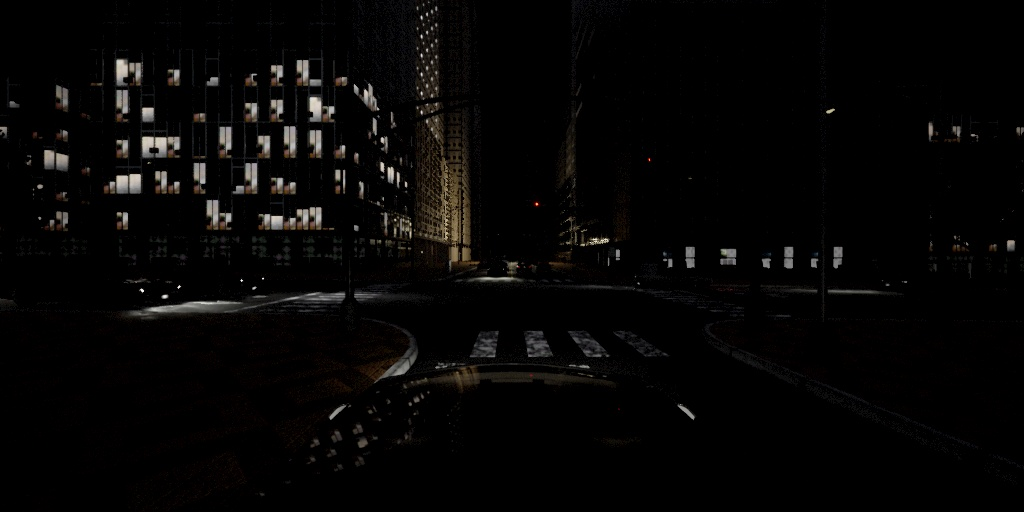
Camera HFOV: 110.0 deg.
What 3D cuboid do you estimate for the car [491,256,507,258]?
[{"bbox_3d":[-1.514,0.987,49.318,2.150,2.045,5.566,0,0,0],"label":"car"}]

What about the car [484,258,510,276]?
[{"bbox_3d":[-1.475,1.245,37.041,1.882,1.535,5.008,0,0,1],"label":"car"}]

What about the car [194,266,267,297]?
[{"bbox_3d":[-14.011,1.118,16.330,4.718,1.301,1.895,1,0,-3],"label":"car"}]

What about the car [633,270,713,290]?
[{"bbox_3d":[10.710,1.568,24.169,4.718,1.301,1.895,1,0,-3],"label":"car"}]

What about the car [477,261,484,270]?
[{"bbox_3d":[-3.993,1.343,51.065,1.802,1.307,4.207,0,0,0],"label":"car"}]

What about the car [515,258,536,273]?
[{"bbox_3d":[1.445,1.311,44.451,2.033,1.411,5.357,0,0,0],"label":"car"}]

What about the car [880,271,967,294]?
[{"bbox_3d":[28.531,1.778,24.982,4.902,1.511,2.128,1,0,-3],"label":"car"}]

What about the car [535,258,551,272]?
[{"bbox_3d":[3.956,1.329,45.567,1.948,1.339,4.313,0,0,0],"label":"car"}]

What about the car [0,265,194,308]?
[{"bbox_3d":[-15.290,1.042,13.050,5.357,1.411,2.033,1,0,0],"label":"car"}]

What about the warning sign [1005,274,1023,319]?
[{"bbox_3d":[17.281,1.204,11.756,1.060,1.860,1.300,0,0,-3],"label":"warning sign"}]
